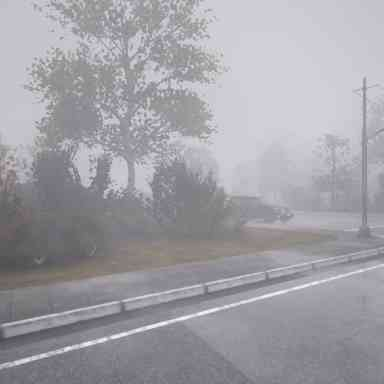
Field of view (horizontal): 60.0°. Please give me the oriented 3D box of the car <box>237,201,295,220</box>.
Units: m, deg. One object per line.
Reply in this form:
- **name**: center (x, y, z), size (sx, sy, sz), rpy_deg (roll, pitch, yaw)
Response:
- **car**: center (6.571, 1.620, 30.233), size (1.882, 1.535, 5.008), rpy_deg (0, -1, -40)

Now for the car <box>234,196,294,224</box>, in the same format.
- **car**: center (5.271, 1.334, 26.338), size (2.150, 2.045, 5.566), rpy_deg (0, -1, -39)
